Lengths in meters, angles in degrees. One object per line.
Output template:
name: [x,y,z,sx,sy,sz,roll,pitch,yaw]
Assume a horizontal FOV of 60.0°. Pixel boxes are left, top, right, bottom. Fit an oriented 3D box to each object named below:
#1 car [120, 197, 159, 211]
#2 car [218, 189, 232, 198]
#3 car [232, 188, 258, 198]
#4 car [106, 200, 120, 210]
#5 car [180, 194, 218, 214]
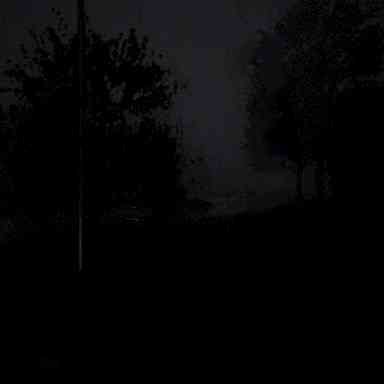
car: [-5.076,1.218,36.331,1.837,1.490,4.892,0,2,39]
car: [5.991,0.245,55.662,1.812,1.442,4.674,0,3,39]
car: [8.944,0.208,53.747,1.837,1.490,4.892,0,2,39]
car: [-8.064,1.293,38.197,1.994,1.385,4.181,0,2,39]
car: [0.053,1.250,31.379,1.837,1.490,4.892,0,2,39]
